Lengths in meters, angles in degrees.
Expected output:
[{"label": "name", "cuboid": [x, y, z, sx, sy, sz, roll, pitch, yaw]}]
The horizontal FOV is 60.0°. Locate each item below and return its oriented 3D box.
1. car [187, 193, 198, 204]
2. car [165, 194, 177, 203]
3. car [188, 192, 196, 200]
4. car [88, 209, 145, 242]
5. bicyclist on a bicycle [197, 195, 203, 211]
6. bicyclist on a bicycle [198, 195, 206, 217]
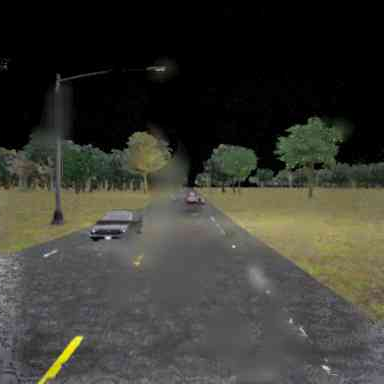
[{"label": "car", "cuboid": [0.082, 1.243, 56.138, 1.994, 1.385, 4.181, 0, 1, 0]}, {"label": "car", "cuboid": [-3.549, 1.161, 57.988, 1.837, 1.490, 4.892, 0, 1, 0]}, {"label": "car", "cuboid": [0.002, 0.899, 74.434, 1.882, 1.535, 5.008, 0, 1, 0]}, {"label": "car", "cuboid": [-3.599, 1.594, 16.938, 2.033, 1.411, 5.357, 0, 0, 0]}, {"label": "bicyclist on a bicycle", "cuboid": [0.960, 1.255, 38.557, 0.659, 1.776, 1.843, 0, 1, 0]}, {"label": "bicyclist on a bicycle", "cuboid": [0.960, 1.356, 29.589, 0.659, 1.776, 1.843, 0, 1, 0]}]
